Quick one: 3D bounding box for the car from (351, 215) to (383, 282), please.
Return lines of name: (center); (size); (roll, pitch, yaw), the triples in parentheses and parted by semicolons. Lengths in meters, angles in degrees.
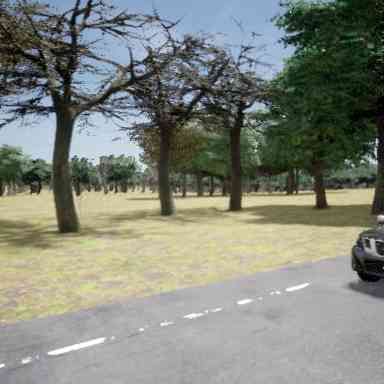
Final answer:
car: (6.414, 1.189, 8.568); (5.566, 2.045, 2.150); (-1, 0, -36)
